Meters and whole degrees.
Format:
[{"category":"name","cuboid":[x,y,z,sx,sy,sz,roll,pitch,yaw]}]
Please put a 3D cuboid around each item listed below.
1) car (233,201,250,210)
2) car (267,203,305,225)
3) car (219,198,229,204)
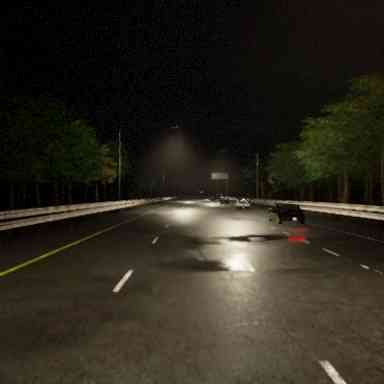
[{"category":"car","cuboid":[7.103,1.895,47.992,1.895,1.301,4.718,0,0,0]},{"category":"car","cuboid":[7.022,1.606,25.137,1.837,1.490,4.892,0,0,0]},{"category":"car","cuboid":[7.277,2.072,75.431,2.128,1.511,4.902,0,-1,0]}]
